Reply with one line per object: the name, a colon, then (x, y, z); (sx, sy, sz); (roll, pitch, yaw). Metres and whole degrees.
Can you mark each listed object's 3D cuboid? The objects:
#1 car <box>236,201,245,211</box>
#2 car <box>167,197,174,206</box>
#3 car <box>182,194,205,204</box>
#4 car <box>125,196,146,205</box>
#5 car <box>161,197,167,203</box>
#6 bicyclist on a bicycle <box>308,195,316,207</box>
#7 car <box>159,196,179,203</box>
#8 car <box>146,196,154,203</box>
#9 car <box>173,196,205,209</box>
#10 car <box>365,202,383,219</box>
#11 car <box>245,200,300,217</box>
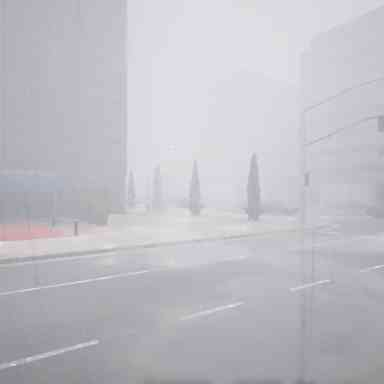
car: (7.477, 1.601, 39.189); (1.895, 1.301, 4.718); (0, 0, -35)
car: (-1.461, 1.506, 52.051); (1.837, 1.490, 4.892); (0, 0, -35)
car: (0.269, 1.352, 62.154); (2.097, 1.767, 4.553); (0, 0, -35)
car: (-10.357, 1.525, 58.803); (1.812, 1.442, 4.674); (0, 0, -34)
car: (-4.158, 1.547, 62.386); (2.033, 1.411, 5.357); (0, 0, -35)
bicyclist on a bicycle: (16.857, 1.301, 46.689); (1.656, 1.620, 0.582); (0, 0, -35)
car: (-4.859, 1.601, 69.491); (1.895, 1.301, 4.718); (0, 0, -35)
car: (-9.874, 1.520, 70.413); (2.128, 1.511, 4.902); (0, 0, -35)
car: (-0.150, 1.525, 44.028); (1.812, 1.442, 4.674); (0, 0, -35)
car: (16.792, 1.525, 27.287); (4.674, 1.442, 1.812); (0, 0, 43)
car: (7.974, 1.548, 32.316); (2.033, 1.411, 5.357); (0, 0, -34)
